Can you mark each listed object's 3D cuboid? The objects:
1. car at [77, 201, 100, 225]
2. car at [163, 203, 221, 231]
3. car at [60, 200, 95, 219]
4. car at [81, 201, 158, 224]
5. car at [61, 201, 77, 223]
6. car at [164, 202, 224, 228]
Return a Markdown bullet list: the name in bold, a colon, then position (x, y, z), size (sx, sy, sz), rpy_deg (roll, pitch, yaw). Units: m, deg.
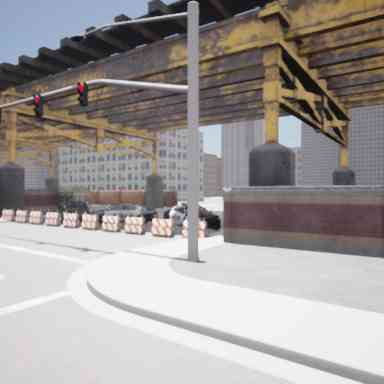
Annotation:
- **car**: position (-4.845, 1.444, 22.626), size (4.974, 1.542, 2.038), rpy_deg (0, 0, -1)
- **car**: position (-0.019, 1.447, 20.149), size (2.038, 1.542, 4.974), rpy_deg (0, 0, -26)
- **car**: position (-8.612, 1.284, 25.346), size (1.853, 1.218, 4.536), rpy_deg (0, 0, -11)
- **car**: position (-4.793, 1.286, 22.627), size (4.536, 1.218, 1.853), rpy_deg (0, 0, -1)
- **car**: position (-8.602, 1.441, 25.295), size (2.038, 1.542, 4.974), rpy_deg (0, 0, -11)
- **car**: position (-0.042, 1.289, 20.195), size (1.853, 1.218, 4.536), rpy_deg (0, 0, -26)
